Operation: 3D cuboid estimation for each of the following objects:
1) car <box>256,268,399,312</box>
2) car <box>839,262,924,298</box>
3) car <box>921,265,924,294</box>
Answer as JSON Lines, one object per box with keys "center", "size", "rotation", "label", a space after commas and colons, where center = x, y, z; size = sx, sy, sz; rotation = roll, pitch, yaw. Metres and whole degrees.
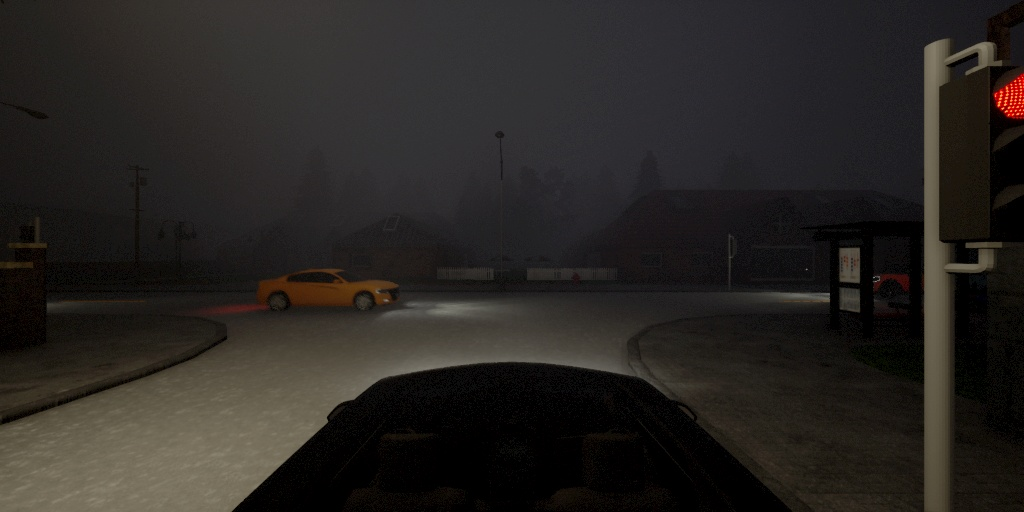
{"center": [-6.885, 1.227, 13.678], "size": [5.008, 1.535, 1.882], "rotation": [0, 0, 0], "label": "car"}
{"center": [19.209, 1.102, 17.880], "size": [4.553, 1.767, 2.097], "rotation": [0, 0, 0], "label": "car"}
{"center": [19.118, 1.241, 13.679], "size": [4.902, 1.511, 2.128], "rotation": [0, 0, 0], "label": "car"}
